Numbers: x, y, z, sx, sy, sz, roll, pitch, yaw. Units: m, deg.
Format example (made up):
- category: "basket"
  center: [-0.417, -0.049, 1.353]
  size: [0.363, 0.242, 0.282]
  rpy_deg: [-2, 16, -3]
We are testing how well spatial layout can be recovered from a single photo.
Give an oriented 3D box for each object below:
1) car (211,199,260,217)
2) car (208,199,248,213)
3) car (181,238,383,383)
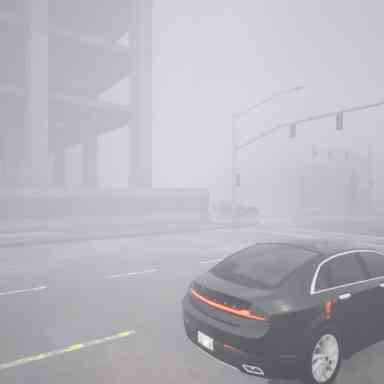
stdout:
- category: "car"
  center: [4.172, 1.601, 31.720]
  size: [1.895, 1.301, 4.718]
  rpy_deg: [0, 0, -36]
- category: "car"
  center: [4.037, 1.526, 37.874]
  size: [1.812, 1.442, 4.674]
  rpy_deg: [0, 0, -36]
- category: "car"
  center: [2.143, 1.505, 5.317]
  size: [4.892, 1.490, 1.837]
  rpy_deg: [0, 0, -35]
